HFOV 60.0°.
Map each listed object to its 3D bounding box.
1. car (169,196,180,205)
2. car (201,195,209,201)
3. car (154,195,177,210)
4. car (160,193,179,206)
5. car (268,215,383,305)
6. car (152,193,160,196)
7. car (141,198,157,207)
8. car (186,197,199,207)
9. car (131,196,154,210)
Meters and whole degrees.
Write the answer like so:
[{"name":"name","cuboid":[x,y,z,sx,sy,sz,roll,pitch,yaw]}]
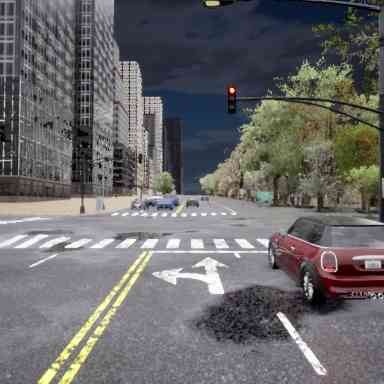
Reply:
[{"name":"car","cuboid":[-3.346,1.569,62.817,1.812,1.442,4.674,0,0,0]},{"name":"car","cuboid":[3.197,1.585,82.639,2.128,1.511,4.902,0,0,0]},{"name":"car","cuboid":[-3.376,1.507,42.542,1.882,1.535,5.008,0,0,0]},{"name":"car","cuboid":[-3.375,1.257,52.480,2.150,2.045,5.566,0,0,0]},{"name":"car","cuboid":[3.341,1.350,8.265,2.097,1.767,4.553,-1,0,0]},{"name":"car","cuboid":[-6.599,1.264,62.702,2.150,2.045,5.566,0,0,1]},{"name":"car","cuboid":[-6.627,1.636,51.968,1.895,1.301,4.718,0,0,0]},{"name":"car","cuboid":[0.071,1.561,52.553,1.812,1.442,4.674,0,0,0]},{"name":"car","cuboid":[-6.624,1.521,42.699,2.128,1.511,4.902,0,0,0]}]
